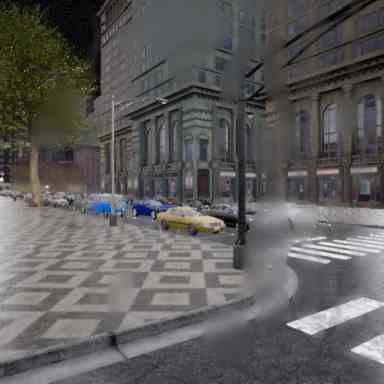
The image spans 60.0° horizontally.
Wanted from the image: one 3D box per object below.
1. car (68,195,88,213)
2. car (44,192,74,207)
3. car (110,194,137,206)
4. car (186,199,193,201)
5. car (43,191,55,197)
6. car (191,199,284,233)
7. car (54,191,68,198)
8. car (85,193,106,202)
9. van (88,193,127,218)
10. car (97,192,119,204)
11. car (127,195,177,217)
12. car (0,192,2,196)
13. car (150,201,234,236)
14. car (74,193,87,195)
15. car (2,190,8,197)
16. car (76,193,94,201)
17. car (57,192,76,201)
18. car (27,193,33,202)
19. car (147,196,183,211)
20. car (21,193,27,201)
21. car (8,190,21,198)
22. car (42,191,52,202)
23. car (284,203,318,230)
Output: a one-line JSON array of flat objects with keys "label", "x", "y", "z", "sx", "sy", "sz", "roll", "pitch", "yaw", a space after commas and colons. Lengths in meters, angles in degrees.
[{"label": "car", "x": -10.005, "y": 1.230, "z": 31.700, "sx": 2.008, "sy": 1.369, "sz": 4.403, "roll": 1, "pitch": 0, "yaw": -35}, {"label": "car", "x": -16.385, "y": 1.050, "z": 40.744, "sx": 1.752, "sy": 1.417, "sz": 4.829, "roll": 1, "pitch": 0, "yaw": -35}, {"label": "car", "x": -9.521, "y": 1.072, "z": 45.804, "sx": 2.008, "sy": 1.369, "sz": 4.403, "roll": 1, "pitch": 0, "yaw": -35}, {"label": "car", "x": 0.194, "y": 1.314, "z": 32.032, "sx": 1.947, "sy": 1.339, "sz": 4.313, "roll": 1, "pitch": 0, "yaw": -35}, {"label": "car", "x": -35.429, "y": 0.470, "z": 82.518, "sx": 1.802, "sy": 1.307, "sz": 4.206, "roll": 1, "pitch": 0, "yaw": -35}, {"label": "car", "x": 2.372, "y": 1.370, "z": 18.772, "sx": 2.128, "sy": 1.511, "sz": 4.902, "roll": 0, "pitch": 1, "yaw": -36}, {"label": "car", "x": -28.951, "y": 0.586, "z": 73.339, "sx": 1.887, "sy": 1.381, "sz": 4.507, "roll": 1, "pitch": 0, "yaw": -35}, {"label": "car", "x": -15.998, "y": 0.909, "z": 54.983, "sx": 2.008, "sy": 1.369, "sz": 4.403, "roll": 1, "pitch": 0, "yaw": -35}, {"label": "van", "x": -6.764, "y": 1.090, "z": 27.109, "sx": 1.690, "sy": 1.788, "sz": 3.998, "roll": 1, "pitch": 0, "yaw": -35}, {"label": "car", "x": -12.758, "y": 0.880, "z": 50.393, "sx": 1.967, "sy": 1.590, "sz": 4.097, "roll": 1, "pitch": 0, "yaw": -35}, {"label": "car", "x": -3.067, "y": 1.257, "z": 26.470, "sx": 1.882, "sy": 1.535, "sz": 5.008, "roll": 0, "pitch": 1, "yaw": -35}, {"label": "car", "x": -45.629, "y": 0.253, "z": 82.191, "sx": 1.967, "sy": 1.590, "sz": 4.097, "roll": 1, "pitch": 0, "yaw": -35}, {"label": "car", "x": -0.189, "y": 1.397, "z": 17.786, "sx": 1.752, "sy": 1.417, "sz": 4.829, "roll": 1, "pitch": 0, "yaw": -35}, {"label": "car", "x": -14.845, "y": 1.013, "z": 43.243, "sx": 1.837, "sy": 1.490, "sz": 4.892, "roll": 0, "pitch": 1, "yaw": -35}, {"label": "car", "x": -42.390, "y": 0.329, "z": 77.601, "sx": 1.967, "sy": 1.590, "sz": 4.097, "roll": 1, "pitch": 0, "yaw": -35}, {"label": "car", "x": -19.237, "y": 0.860, "z": 59.572, "sx": 1.802, "sy": 1.307, "sz": 4.206, "roll": 1, "pitch": 0, "yaw": -35}, {"label": "car", "x": -22.464, "y": 0.744, "z": 59.499, "sx": 2.128, "sy": 1.511, "sz": 4.902, "roll": 0, "pitch": 1, "yaw": -35}, {"label": "car", "x": -22.960, "y": 0.910, "z": 50.063, "sx": 2.008, "sy": 1.369, "sz": 4.403, "roll": 1, "pitch": 0, "yaw": -35}, {"label": "car", "x": -3.043, "y": 1.223, "z": 36.622, "sx": 1.887, "sy": 1.381, "sz": 4.507, "roll": 1, "pitch": 0, "yaw": -35}, {"label": "car", "x": -26.199, "y": 0.829, "z": 54.652, "sx": 2.008, "sy": 1.369, "sz": 4.403, "roll": 1, "pitch": 0, "yaw": -35}, {"label": "car", "x": -35.912, "y": 0.483, "z": 68.421, "sx": 1.967, "sy": 1.590, "sz": 4.097, "roll": 1, "pitch": 0, "yaw": -35}, {"label": "car", "x": -19.721, "y": 0.991, "z": 45.473, "sx": 2.008, "sy": 1.369, "sz": 4.403, "roll": 1, "pitch": 0, "yaw": -35}, {"label": "car", "x": 5.311, "y": 1.409, "z": 20.144, "sx": 1.812, "sy": 1.442, "sz": 4.674, "roll": 0, "pitch": 1, "yaw": -35}]
